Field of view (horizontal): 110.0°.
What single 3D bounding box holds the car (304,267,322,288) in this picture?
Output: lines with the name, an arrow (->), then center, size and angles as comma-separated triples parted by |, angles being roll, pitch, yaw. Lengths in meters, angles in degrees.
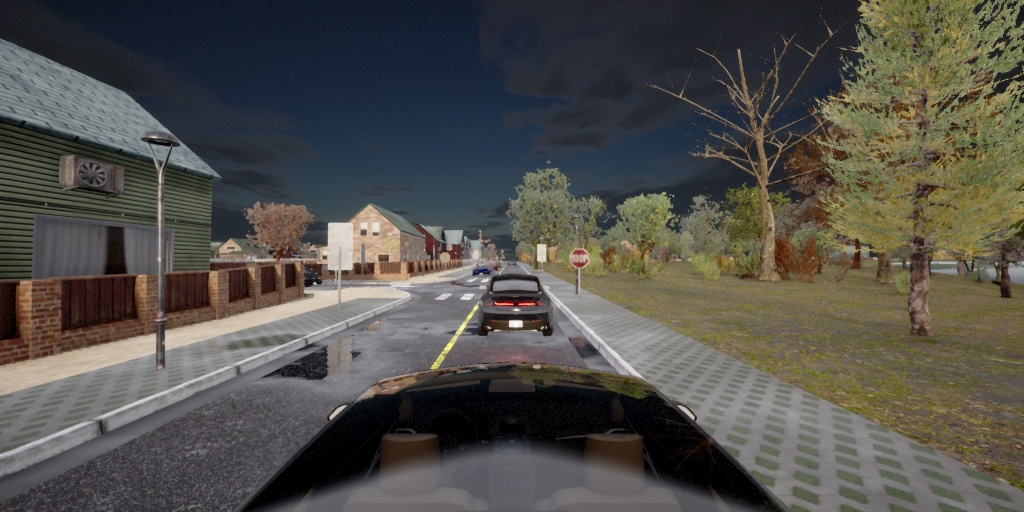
car -> -14.865, 1.317, 22.309 | 5.357, 1.411, 2.033 | 0, -2, 2

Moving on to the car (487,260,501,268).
car -> -2.895, 1.319, 49.701 | 1.882, 1.535, 5.008 | 0, 0, -1

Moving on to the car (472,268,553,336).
car -> 0.079, 1.262, 10.378 | 1.837, 1.490, 4.892 | 0, 0, 0

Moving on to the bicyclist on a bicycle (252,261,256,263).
bicyclist on a bicycle -> -20.276, 1.239, 28.335 | 0.582, 1.620, 1.656 | 0, -1, 2

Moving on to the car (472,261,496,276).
car -> -2.906, 1.403, 36.046 | 1.895, 1.301, 4.718 | 0, 0, 0
